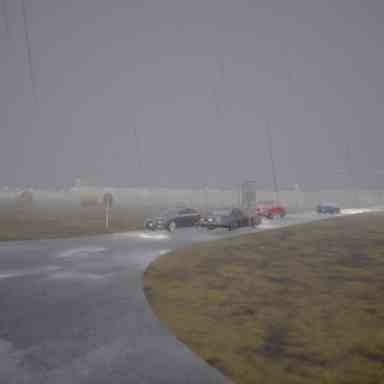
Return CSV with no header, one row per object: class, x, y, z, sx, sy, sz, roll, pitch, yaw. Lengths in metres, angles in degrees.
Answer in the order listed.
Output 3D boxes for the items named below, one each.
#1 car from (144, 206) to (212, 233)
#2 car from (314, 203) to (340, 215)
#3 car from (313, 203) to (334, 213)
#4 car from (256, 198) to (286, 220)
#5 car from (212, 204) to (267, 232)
car,-1.001,1.718,21.550,1.837,1.490,4.892,-1,-1,36
car,17.137,2.061,41.690,1.882,1.535,5.008,-1,-2,36
car,20.033,2.371,50.600,1.994,1.385,4.181,-1,-2,36
car,7.640,1.650,33.542,2.150,2.045,5.566,-1,-2,36
car,2.608,1.744,21.681,2.033,1.411,5.357,-1,-2,38
